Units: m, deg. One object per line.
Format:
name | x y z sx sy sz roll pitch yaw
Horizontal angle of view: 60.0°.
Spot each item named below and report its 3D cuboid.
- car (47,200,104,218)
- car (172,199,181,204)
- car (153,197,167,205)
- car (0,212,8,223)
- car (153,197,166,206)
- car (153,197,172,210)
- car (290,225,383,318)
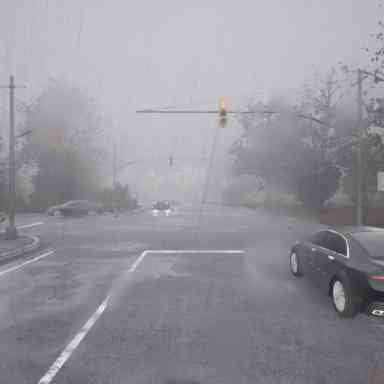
car | -10.575 1.539 30.409 4.892 1.490 1.837 0 4 -14
car | -4.376 2.432 83.133 1.895 1.301 4.718 0 -1 -22
car | -8.062 2.218 82.959 2.097 1.767 4.553 0 -1 -25
car | -15.476 1.675 23.002 4.718 1.301 1.895 -1 0 -3
car | -6.233 1.798 63.909 2.097 1.767 4.553 0 -1 -10
car | -4.082 1.446 44.693 2.097 1.767 4.553 0 -1 -4
car | 3.598 1.505 7.400 1.837 1.490 4.892 0 0 1
